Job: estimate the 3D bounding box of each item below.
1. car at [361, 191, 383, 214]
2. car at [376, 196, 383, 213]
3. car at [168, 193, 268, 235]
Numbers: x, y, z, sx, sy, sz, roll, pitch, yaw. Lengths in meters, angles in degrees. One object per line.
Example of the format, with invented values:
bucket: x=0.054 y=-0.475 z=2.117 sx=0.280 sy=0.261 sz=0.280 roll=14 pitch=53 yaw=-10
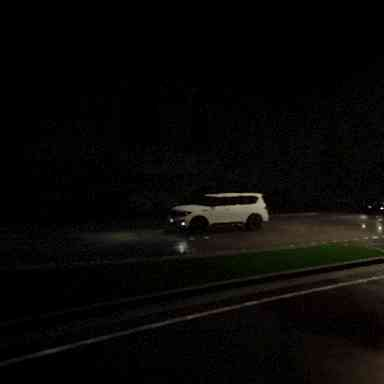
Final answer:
car: x=17.700 y=0.932 z=29.646 sx=5.566 sy=2.045 sz=2.150 roll=0 pitch=0 yaw=-26
car: x=6.895 y=1.138 z=7.346 sx=5.566 sy=2.045 sz=2.150 roll=0 pitch=0 yaw=-28
car: x=1.495 y=1.078 z=18.020 sx=5.566 sy=2.045 sz=2.150 roll=0 pitch=1 yaw=-24
